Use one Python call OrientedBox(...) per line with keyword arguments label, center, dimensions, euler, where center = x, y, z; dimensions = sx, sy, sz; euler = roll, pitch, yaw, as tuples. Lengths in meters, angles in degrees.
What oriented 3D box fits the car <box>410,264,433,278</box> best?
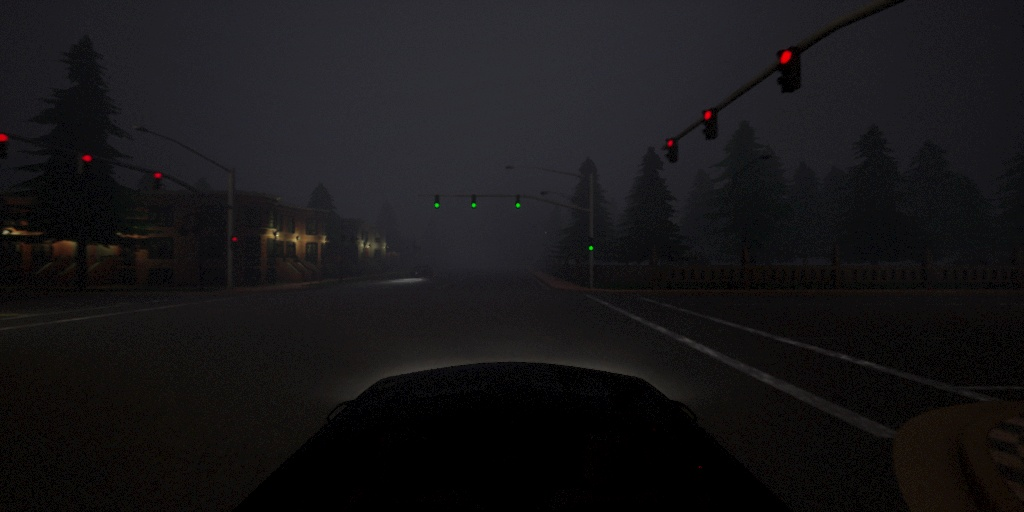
OrientedBox(label="car", center=(-10.497, 1.671, 41.797), dimensions=(2.128, 1.511, 4.902), euler=(0, 0, 0))
